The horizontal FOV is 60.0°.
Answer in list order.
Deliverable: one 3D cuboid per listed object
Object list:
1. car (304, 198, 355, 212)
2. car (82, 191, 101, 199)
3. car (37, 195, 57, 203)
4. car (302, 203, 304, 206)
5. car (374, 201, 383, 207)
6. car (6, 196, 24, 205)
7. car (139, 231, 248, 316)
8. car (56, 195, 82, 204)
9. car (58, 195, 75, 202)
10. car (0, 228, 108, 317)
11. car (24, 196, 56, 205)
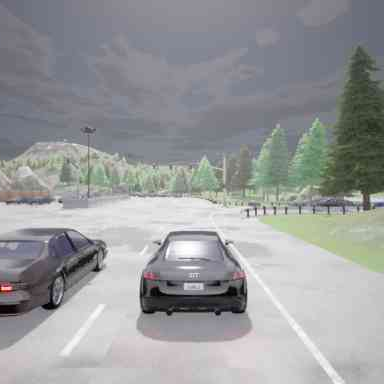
[{"bbox_3d":[15.635,1.398,37.498,4.902,1.511,2.128,0,0,7],"label":"car"},{"bbox_3d":[-21.734,1.109,71.652,2.097,1.767,4.553,0,0,-1],"label":"car"},{"bbox_3d":[-28.673,1.374,66.069,1.895,1.301,4.718,0,0,-1],"label":"car"},{"bbox_3d":[15.707,1.454,41.018,4.181,1.385,1.994,0,0,7],"label":"car"},{"bbox_3d":[24.454,1.374,39.608,5.008,1.535,1.882,0,0,12],"label":"car"},{"bbox_3d":[-28.616,1.374,55.205,2.033,1.411,5.357,0,0,0],"label":"car"},{"bbox_3d":[0.026,1.563,7.606,1.994,1.385,4.181,0,0,0],"label":"car"},{"bbox_3d":[-21.653,1.361,58.125,2.033,1.411,5.357,0,0,0],"label":"car"},{"bbox_3d":[-25.182,1.299,66.879,1.812,1.442,4.674,0,0,-1],"label":"car"},{"bbox_3d":[-3.474,1.547,7.754,2.033,1.411,5.357,0,0,0],"label":"car"},{"bbox_3d":[-25.132,1.374,55.231,2.033,1.411,5.357,0,0,-1],"label":"car"}]
